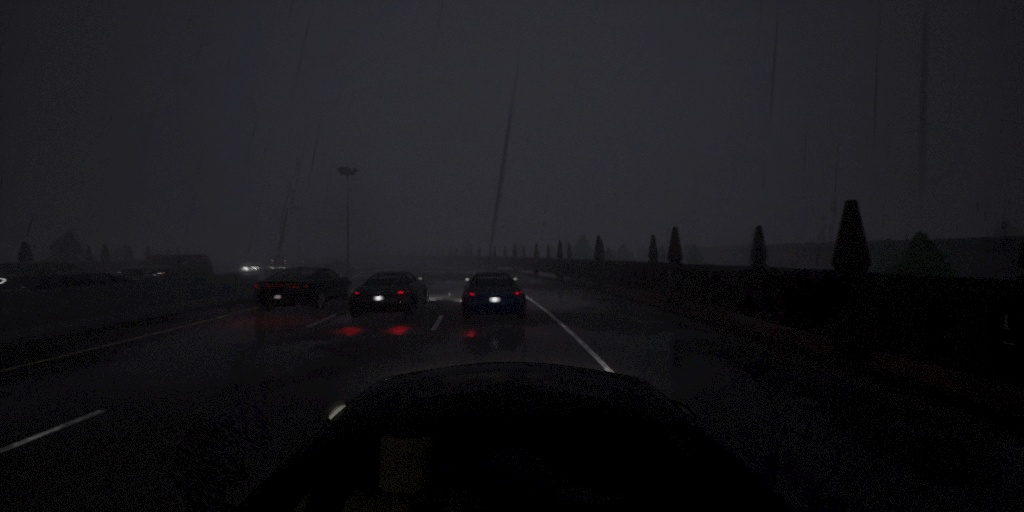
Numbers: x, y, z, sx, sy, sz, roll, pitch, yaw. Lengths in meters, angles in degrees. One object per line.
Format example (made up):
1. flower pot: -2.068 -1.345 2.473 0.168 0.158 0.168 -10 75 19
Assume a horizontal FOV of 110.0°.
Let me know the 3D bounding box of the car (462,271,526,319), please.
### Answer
1. car: -0.690 1.217 12.387 1.994 1.385 4.181 0 1 -6

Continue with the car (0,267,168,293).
1. car: -14.816 1.269 11.833 2.033 1.411 5.357 0 1 -7

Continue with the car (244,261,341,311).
1. car: -7.907 1.147 14.068 1.882 1.535 5.008 0 1 -7

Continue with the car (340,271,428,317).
1. car: -4.236 1.228 12.823 1.994 1.385 4.181 0 1 -6

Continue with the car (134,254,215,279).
1. car: -19.983 0.879 21.063 2.150 2.045 5.566 0 1 -14

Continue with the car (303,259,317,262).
1. car: -28.725 1.015 51.122 1.895 1.301 4.718 -1 1 -31

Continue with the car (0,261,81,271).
1. car: -22.708 1.062 16.767 2.097 1.767 4.553 0 1 -11
